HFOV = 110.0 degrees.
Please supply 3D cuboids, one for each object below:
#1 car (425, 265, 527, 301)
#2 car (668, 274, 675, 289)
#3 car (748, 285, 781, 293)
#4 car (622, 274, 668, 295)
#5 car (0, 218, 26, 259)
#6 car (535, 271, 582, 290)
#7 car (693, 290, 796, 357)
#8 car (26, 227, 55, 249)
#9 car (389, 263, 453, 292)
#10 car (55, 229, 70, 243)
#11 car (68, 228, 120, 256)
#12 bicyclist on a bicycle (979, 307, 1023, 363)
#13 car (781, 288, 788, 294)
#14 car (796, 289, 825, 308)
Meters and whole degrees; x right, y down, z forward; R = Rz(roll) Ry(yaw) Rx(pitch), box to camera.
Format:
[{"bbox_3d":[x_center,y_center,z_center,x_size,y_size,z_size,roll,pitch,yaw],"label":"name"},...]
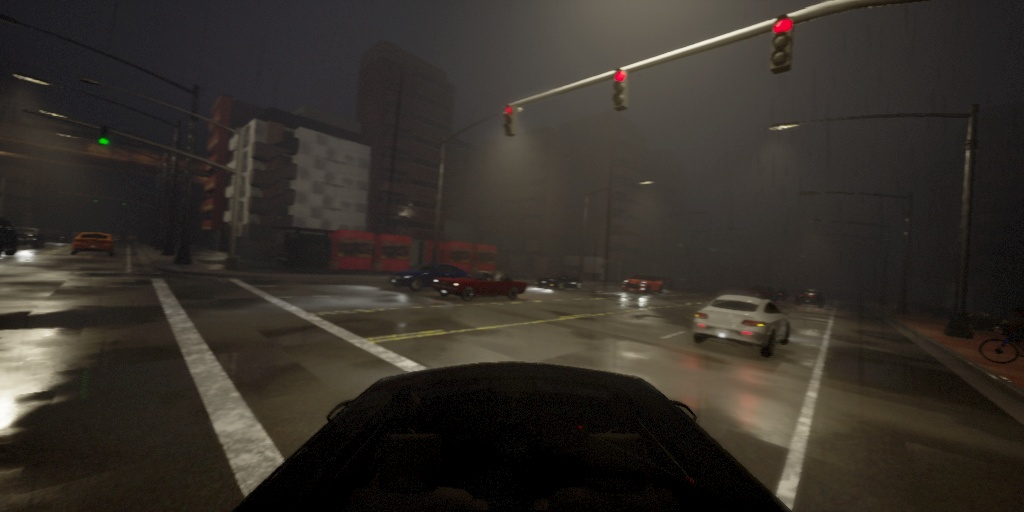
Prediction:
[{"bbox_3d":[-1.453,1.363,17.181,1.895,1.301,4.718,4,-1,43],"label":"car"},{"bbox_3d":[18.345,3.258,43.876,1.837,1.490,4.892,4,-2,43],"label":"car"},{"bbox_3d":[24.143,3.587,34.579,1.882,1.535,5.008,4,-1,43],"label":"car"},{"bbox_3d":[11.462,2.355,31.271,2.097,1.767,4.553,4,-1,43],"label":"car"},{"bbox_3d":[-26.703,-0.989,17.793,5.566,2.045,2.150,4,0,43],"label":"car"},{"bbox_3d":[3.727,1.877,28.017,1.994,1.385,4.181,4,-1,43],"label":"car"},{"bbox_3d":[6.950,1.906,10.742,1.812,1.442,4.674,4,-1,44],"label":"car"},{"bbox_3d":[-35.435,-1.340,25.974,4.902,1.511,2.128,4,0,43],"label":"car"},{"bbox_3d":[-4.236,1.082,19.286,1.812,1.442,4.674,4,-1,42],"label":"car"},{"bbox_3d":[-47.145,-2.118,36.994,5.357,1.411,2.033,4,0,43],"label":"car"},{"bbox_3d":[-29.306,-0.905,25.243,5.008,1.535,1.882,4,0,43],"label":"car"},{"bbox_3d":[14.106,2.244,9.786,1.656,1.620,0.582,4,-1,43],"label":"bicyclist on a bicycle"},{"bbox_3d":[31.365,4.423,42.542,1.895,1.301,4.718,4,-1,43],"label":"car"},{"bbox_3d":[27.463,3.859,33.020,2.128,1.511,4.902,4,-1,43],"label":"car"}]
